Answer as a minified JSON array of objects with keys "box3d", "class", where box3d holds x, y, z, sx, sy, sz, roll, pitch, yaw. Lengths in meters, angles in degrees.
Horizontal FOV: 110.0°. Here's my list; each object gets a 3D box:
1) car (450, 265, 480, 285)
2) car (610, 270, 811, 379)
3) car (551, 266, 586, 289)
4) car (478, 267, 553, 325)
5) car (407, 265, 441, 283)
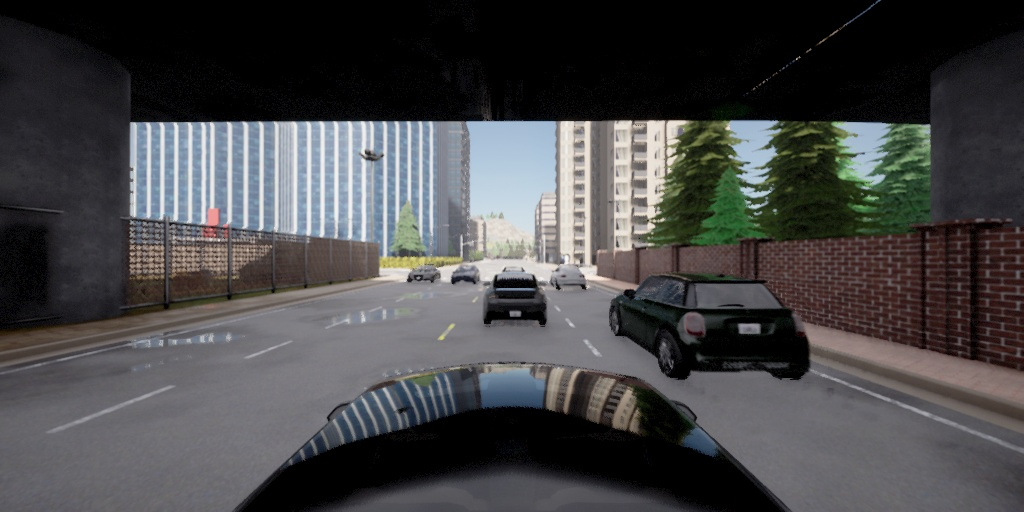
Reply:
[{"box3d":[-3.485,1.388,27.828,2.033,1.411,5.357,0,0,0],"class":"car"},{"box3d":[3.581,1.122,7.510,2.097,1.767,4.553,0,0,0],"class":"car"},{"box3d":[3.623,1.351,23.506,1.812,1.442,4.674,0,0,0],"class":"car"},{"box3d":[0.095,1.290,11.918,1.837,1.490,4.892,0,0,0],"class":"car"},{"box3d":[-6.973,1.445,28.725,1.994,1.385,4.181,0,0,0],"class":"car"}]
